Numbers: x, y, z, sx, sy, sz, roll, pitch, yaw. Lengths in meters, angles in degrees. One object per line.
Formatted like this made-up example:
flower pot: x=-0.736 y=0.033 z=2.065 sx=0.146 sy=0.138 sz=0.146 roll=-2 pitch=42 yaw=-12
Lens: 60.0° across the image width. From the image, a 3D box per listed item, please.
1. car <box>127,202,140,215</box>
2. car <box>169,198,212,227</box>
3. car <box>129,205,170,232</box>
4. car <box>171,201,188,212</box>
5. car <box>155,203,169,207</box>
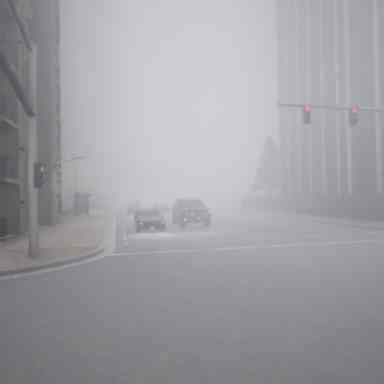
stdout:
car: x=-7.600 y=2.132 z=43.912 sx=2.128 sy=1.511 sz=4.902 roll=-1 pitch=-1 yaw=-12
car: x=-0.136 y=1.535 z=26.137 sx=2.150 sy=2.045 sz=5.566 roll=-1 pitch=-1 yaw=-13
car: x=-3.012 y=1.870 z=22.973 sx=2.033 sy=1.411 sz=5.357 roll=-1 pitch=-1 yaw=-13
car: x=-1.997 y=2.199 z=51.202 sx=1.994 sy=1.385 sz=4.181 roll=-1 pitch=-1 yaw=-12
car: x=-4.147 y=2.139 z=44.508 sx=2.033 sy=1.411 sz=5.357 roll=-1 pitch=-1 yaw=-12
